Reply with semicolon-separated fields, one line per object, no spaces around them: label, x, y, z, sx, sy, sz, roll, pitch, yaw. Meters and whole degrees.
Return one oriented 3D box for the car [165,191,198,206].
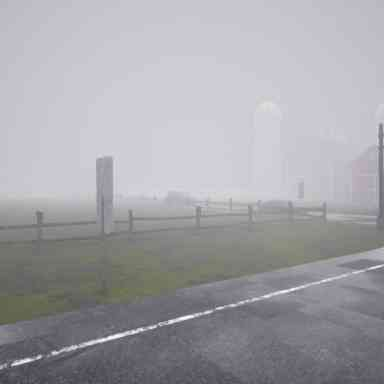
car;-1.488;0.884;44.328;2.150;2.045;5.566;-1;1;-35

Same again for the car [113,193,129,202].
car;-12.872;1.074;60.291;1.895;1.301;4.718;-1;1;-36

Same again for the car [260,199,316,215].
car;8.503;1.372;30.444;2.033;1.411;5.357;-1;1;-36

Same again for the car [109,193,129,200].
car;-14.903;0.922;68.014;2.033;1.411;5.357;-1;1;-36

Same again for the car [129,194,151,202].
car;-9.057;1.040;59.860;1.994;1.385;4.181;-1;1;-35
